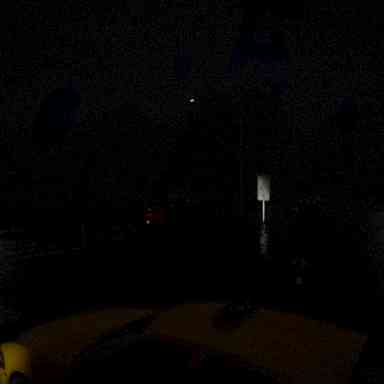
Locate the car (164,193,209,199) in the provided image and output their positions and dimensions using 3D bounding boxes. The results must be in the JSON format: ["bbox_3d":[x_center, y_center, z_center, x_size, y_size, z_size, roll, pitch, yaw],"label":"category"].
[{"bbox_3d":[-0.749,1.061,23.474,2.150,2.045,5.566,0,0,36],"label":"car"}]

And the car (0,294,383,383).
[{"bbox_3d":[0.132,1.525,2.718,4.829,1.417,1.752,0,0,36],"label":"car"}]

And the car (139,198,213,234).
[{"bbox_3d":[-0.724,1.337,18.495,1.882,1.535,5.008,0,0,36],"label":"car"}]

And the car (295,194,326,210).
[{"bbox_3d":[14.234,1.157,39.074,2.097,1.767,4.553,0,0,36],"label":"car"}]
